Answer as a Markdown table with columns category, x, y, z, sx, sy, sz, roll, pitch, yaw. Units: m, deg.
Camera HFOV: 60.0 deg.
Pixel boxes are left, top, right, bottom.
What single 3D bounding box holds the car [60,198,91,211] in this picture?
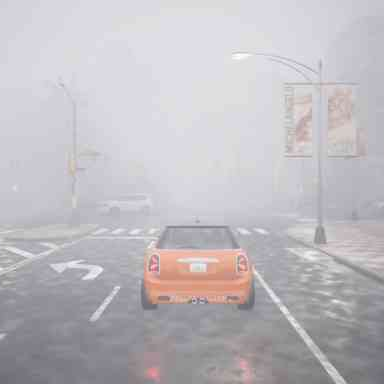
| category | x | y | z | sx | sy | sz | roll | pitch | yaw |
| --- | --- | --- | --- | --- | --- | --- | --- | --- | --- |
| car | -13.428 | 1.505 | 40.151 | 4.892 | 1.490 | 1.837 | 0 | 0 | 1 |

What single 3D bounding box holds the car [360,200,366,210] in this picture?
| category | x | y | z | sx | sy | sz | roll | pitch | yaw |
| --- | --- | --- | --- | --- | --- | --- | --- | --- | --- |
| car | 23.206 | 1.221 | 39.772 | 5.566 | 2.045 | 2.150 | 0 | 0 | 1 |

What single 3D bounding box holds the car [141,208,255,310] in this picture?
| category | x | y | z | sx | sy | sz | roll | pitch | yaw |
| --- | --- | --- | --- | --- | --- | --- | --- | --- | --- |
| car | 0.112 | 1.352 | 7.994 | 2.097 | 1.767 | 4.553 | 0 | 0 | 0 |

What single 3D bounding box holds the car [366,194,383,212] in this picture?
| category | x | y | z | sx | sy | sz | roll | pitch | yaw |
| --- | --- | --- | --- | --- | --- | --- | --- | --- | --- |
| car | 22.079 | 1.352 | 36.276 | 4.553 | 1.767 | 2.097 | 0 | 0 | 1 |

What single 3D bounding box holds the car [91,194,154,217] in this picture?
| category | x | y | z | sx | sy | sz | roll | pitch | yaw |
| --- | --- | --- | --- | --- | --- | --- | --- | --- | --- |
| car | -6.356 | 1.222 | 32.042 | 5.566 | 2.045 | 2.150 | 0 | -1 | -40 |
